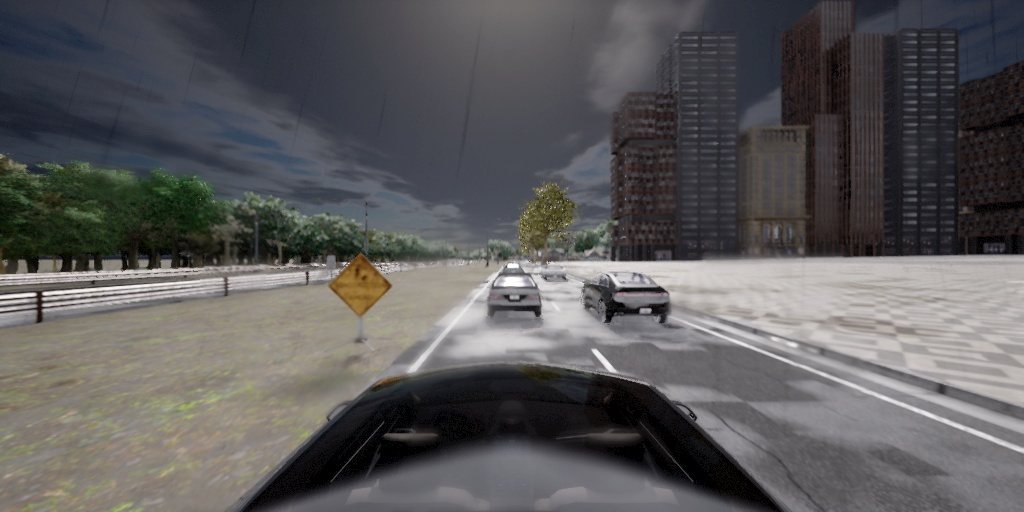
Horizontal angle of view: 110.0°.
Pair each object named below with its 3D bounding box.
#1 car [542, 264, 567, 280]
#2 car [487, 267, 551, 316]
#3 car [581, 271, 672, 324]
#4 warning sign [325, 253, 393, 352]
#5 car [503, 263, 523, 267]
[{"bbox_3d":[3.602,1.396,31.937,1.895,1.301,4.718,0,0,0],"label":"car"},{"bbox_3d":[0.090,1.316,13.500,2.033,1.411,5.357,0,0,0],"label":"car"},{"bbox_3d":[3.582,1.258,12.019,2.128,1.511,4.902,0,0,0],"label":"car"},{"bbox_3d":[-3.048,0.874,7.243,1.300,1.860,1.060,0,0,0],"label":"warning sign"},{"bbox_3d":[0.103,1.362,34.042,1.994,1.385,4.181,0,0,0],"label":"car"}]
